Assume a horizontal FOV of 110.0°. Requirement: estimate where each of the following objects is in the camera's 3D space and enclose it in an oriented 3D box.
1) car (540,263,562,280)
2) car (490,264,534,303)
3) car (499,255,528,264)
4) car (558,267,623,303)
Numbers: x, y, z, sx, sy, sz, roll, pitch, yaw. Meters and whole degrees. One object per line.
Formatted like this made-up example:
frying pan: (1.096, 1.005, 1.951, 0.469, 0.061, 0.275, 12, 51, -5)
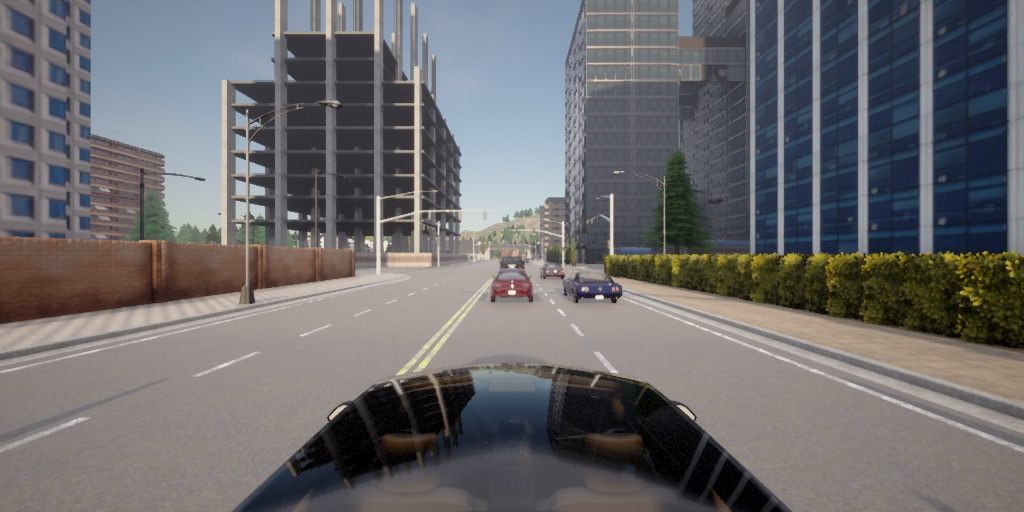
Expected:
car: (3.500, 1.312, 31.500, 2.033, 1.411, 5.357, 0, 0, 0)
car: (0.000, 1.281, 16.500, 1.812, 1.442, 4.674, 0, 0, 0)
car: (0.000, 1.006, 31.530, 2.150, 2.045, 5.566, 0, 0, 0)
car: (3.500, 1.364, 16.530, 1.895, 1.301, 4.718, 0, 0, 0)
